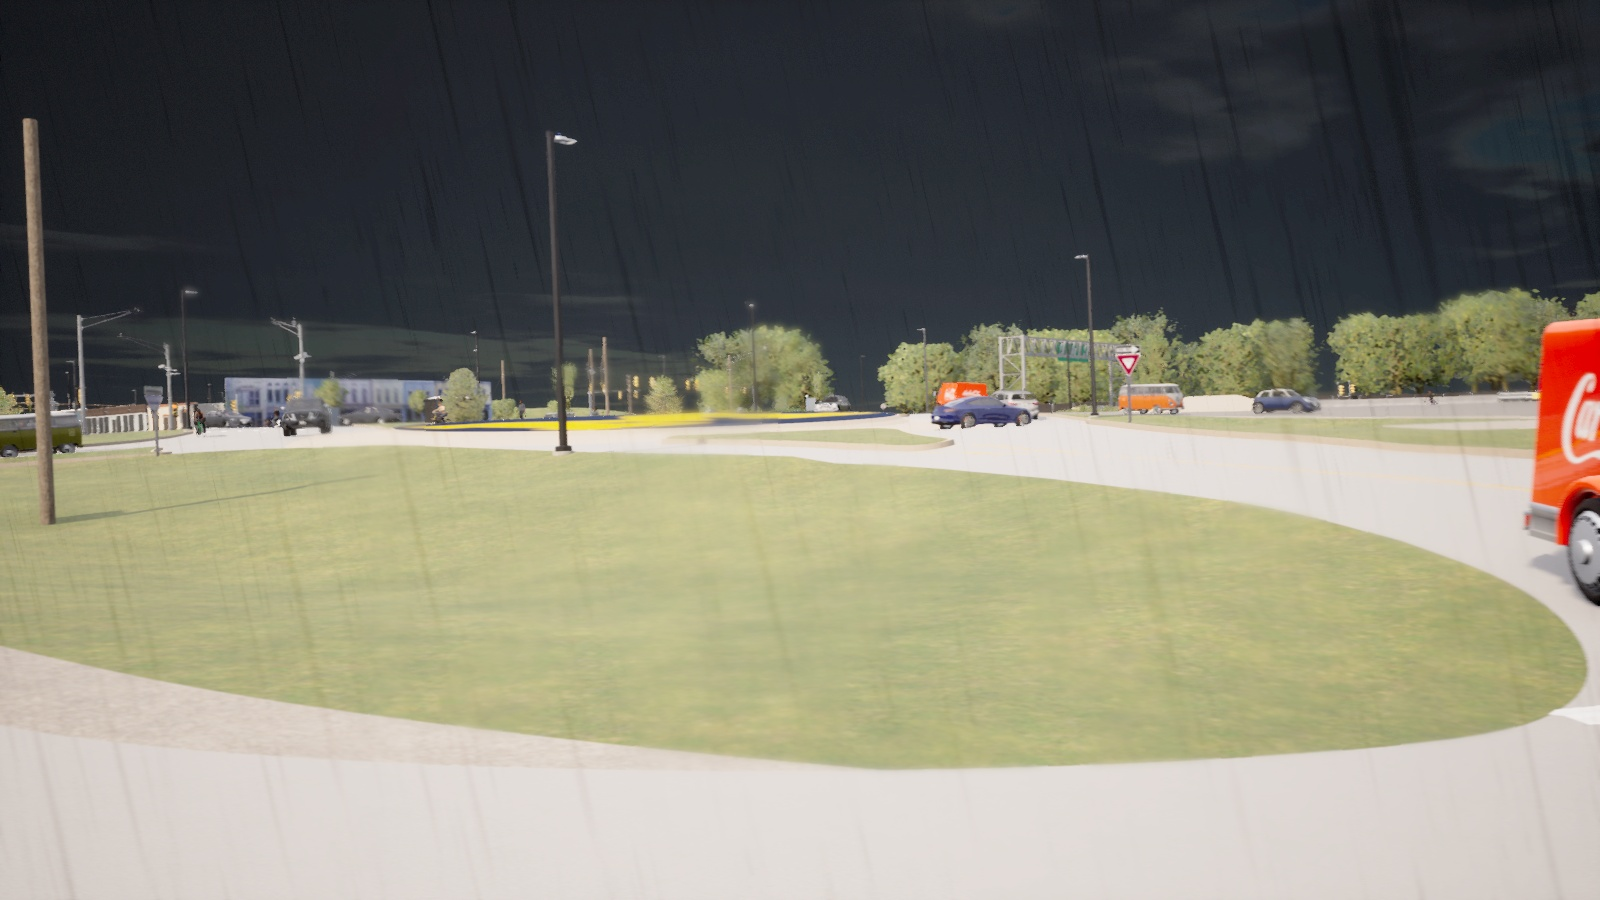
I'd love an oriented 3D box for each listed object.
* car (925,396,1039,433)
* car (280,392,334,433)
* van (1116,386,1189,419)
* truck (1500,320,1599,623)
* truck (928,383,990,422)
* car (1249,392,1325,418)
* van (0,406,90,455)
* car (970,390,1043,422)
[{"bbox_3d":[7.890,-1.543,54.422,4.674,1.442,1.812,-2,1,-27],"label":"car"},{"bbox_3d":[-26.607,-2.025,67.928,2.150,2.045,5.566,-3,3,-17],"label":"car"},{"bbox_3d":[22.384,-3.041,79.964,1.775,1.987,4.442,-3,3,-31],"label":"van"},{"bbox_3d":[7.671,0.185,9.298,2.627,2.467,5.204,-2,4,8],"label":"truck"},{"bbox_3d":[10.842,-3.284,86.330,2.627,2.467,5.204,3,2,-11],"label":"truck"},{"bbox_3d":[29.674,-2.745,76.534,1.970,1.475,3.806,-3,4,-43],"label":"car"},{"bbox_3d":[-34.924,-0.887,56.807,1.775,1.987,4.442,-1,4,30],"label":"van"},{"bbox_3d":[11.837,-2.578,72.233,2.242,1.667,4.611,-2,4,-18],"label":"car"}]
